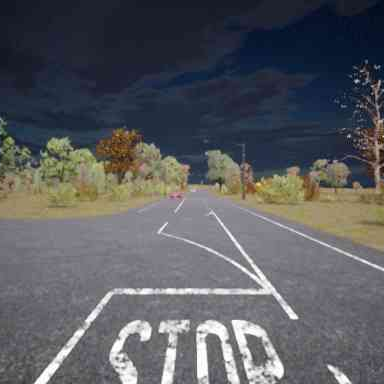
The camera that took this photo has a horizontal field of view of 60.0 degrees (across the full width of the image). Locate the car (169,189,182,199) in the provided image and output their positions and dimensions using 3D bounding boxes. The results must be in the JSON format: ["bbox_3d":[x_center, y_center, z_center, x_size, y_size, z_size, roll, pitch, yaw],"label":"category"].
[{"bbox_3d":[-3.216,0.392,65.933,2.150,2.045,5.566,0,1,0],"label":"car"}]
